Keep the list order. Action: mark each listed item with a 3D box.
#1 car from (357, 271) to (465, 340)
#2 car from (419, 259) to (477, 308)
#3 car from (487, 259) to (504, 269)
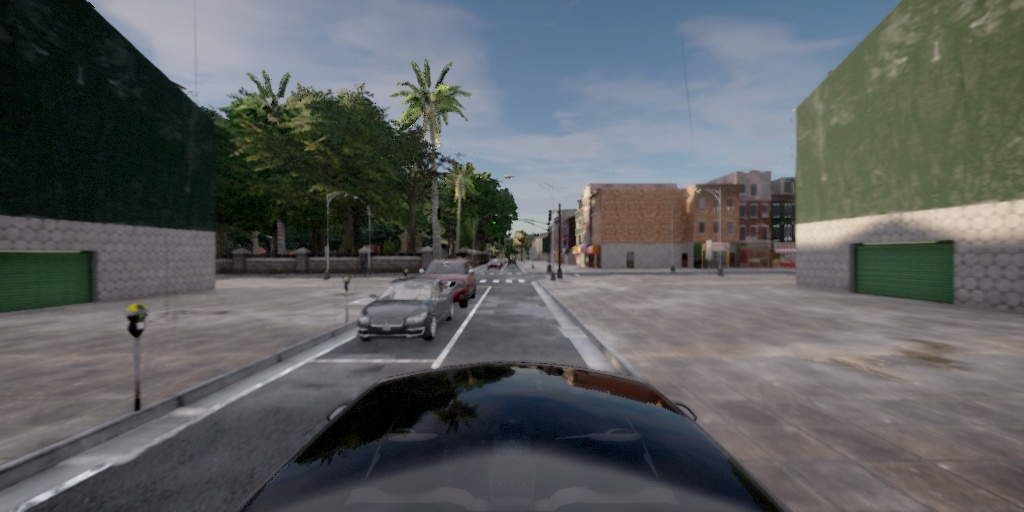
[{"bbox_3d":[-2.636,1.280,9.717,2.007,1.370,4.403,0,0,0],"label":"car"},{"bbox_3d":[-2.635,1.033,15.180,2.192,1.841,5.009,0,0,0],"label":"car"},{"bbox_3d":[-2.628,1.159,53.327,1.967,1.591,4.097,0,0,0],"label":"car"}]
